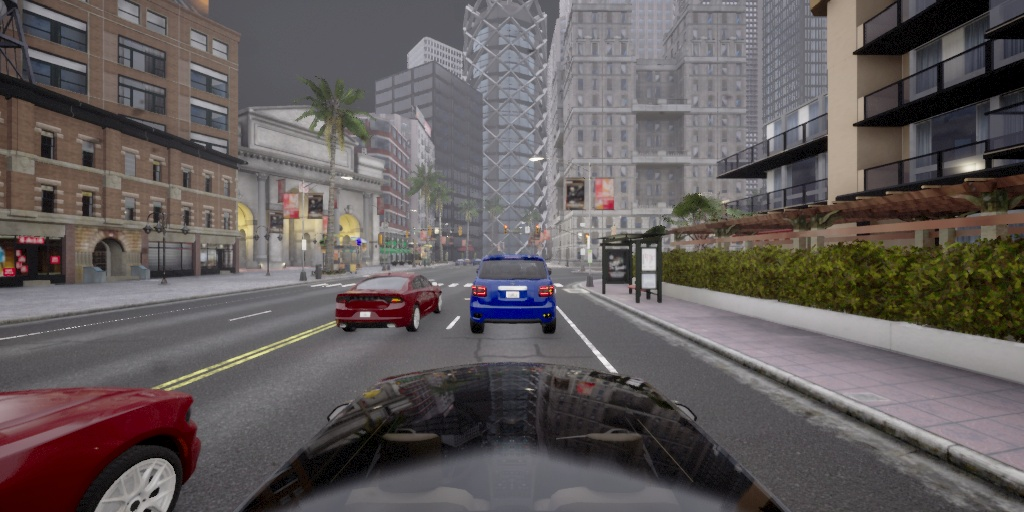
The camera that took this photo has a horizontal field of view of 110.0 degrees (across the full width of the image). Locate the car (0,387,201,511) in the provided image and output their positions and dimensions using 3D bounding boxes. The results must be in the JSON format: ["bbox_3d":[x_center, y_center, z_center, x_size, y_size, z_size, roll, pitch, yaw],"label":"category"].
[{"bbox_3d":[-3.390,1.228,0.749,1.882,1.535,5.008,0,0,0],"label":"car"}]

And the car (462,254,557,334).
[{"bbox_3d":[0.052,0.971,10.823,2.150,2.045,5.566,0,0,1],"label":"car"}]

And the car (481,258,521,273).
[{"bbox_3d":[-1.328,1.102,44.736,4.553,1.767,2.097,0,0,-26],"label":"car"}]

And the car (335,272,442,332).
[{"bbox_3d":[-3.443,1.228,10.932,1.882,1.535,5.008,0,0,0],"label":"car"}]
